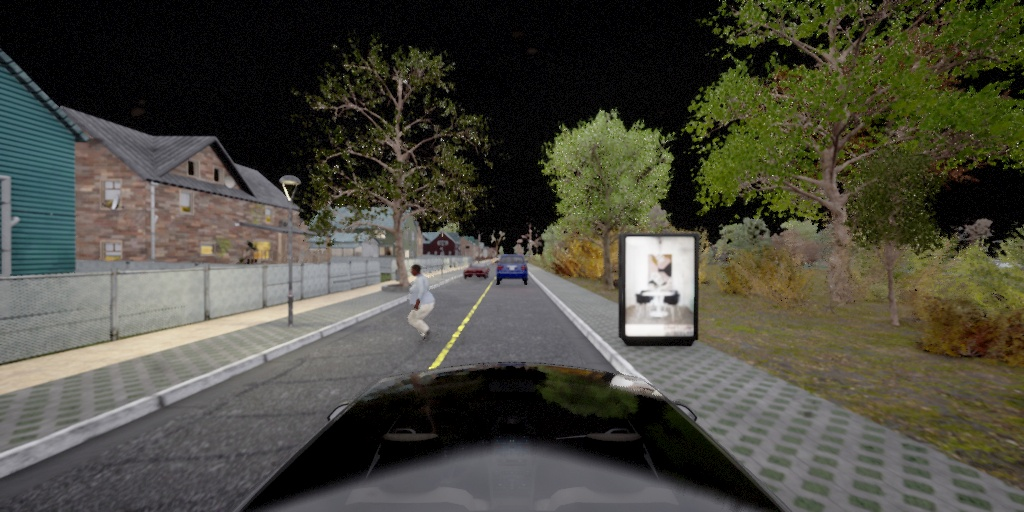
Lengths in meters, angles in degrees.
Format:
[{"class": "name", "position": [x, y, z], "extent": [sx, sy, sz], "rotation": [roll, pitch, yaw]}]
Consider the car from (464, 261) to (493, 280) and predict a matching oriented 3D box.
[{"class": "car", "position": [-2.935, 1.278, 30.273], "extent": [1.895, 1.301, 4.718], "rotation": [0, 0, 0]}]

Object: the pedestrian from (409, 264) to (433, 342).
[{"class": "pedestrian", "position": [-2.051, 1.028, 8.103], "extent": [0.375, 1.860, 0.375], "rotation": [0, 0, -6]}]

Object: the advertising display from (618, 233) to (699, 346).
[{"class": "advertising display", "position": [2.994, 0.761, 7.379], "extent": [1.540, 2.440, 0.280], "rotation": [0, 0, 0]}]

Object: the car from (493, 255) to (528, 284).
[{"class": "car", "position": [0.006, 0.911, 26.112], "extent": [2.150, 2.045, 5.566], "rotation": [0, 0, 0]}]
